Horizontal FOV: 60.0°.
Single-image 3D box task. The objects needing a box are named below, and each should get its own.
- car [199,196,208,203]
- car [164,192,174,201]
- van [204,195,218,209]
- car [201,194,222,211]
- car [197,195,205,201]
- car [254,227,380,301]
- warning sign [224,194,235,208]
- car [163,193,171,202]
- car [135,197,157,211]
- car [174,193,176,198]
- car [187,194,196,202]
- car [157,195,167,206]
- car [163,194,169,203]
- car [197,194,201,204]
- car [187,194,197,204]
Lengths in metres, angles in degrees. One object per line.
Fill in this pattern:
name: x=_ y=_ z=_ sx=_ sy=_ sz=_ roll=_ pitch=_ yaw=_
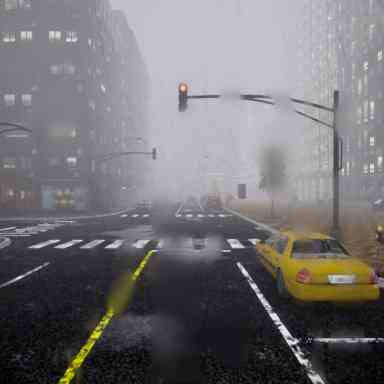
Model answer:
car: x=2.471 y=1.612 z=73.662 sx=1.887 sy=1.381 sz=4.507 roll=0 pitch=0 yaw=0
car: x=-5.926 y=1.517 z=79.164 sx=1.967 sy=1.590 sz=4.097 roll=0 pitch=0 yaw=0
van: x=2.551 y=1.364 z=46.029 sx=1.690 sy=1.788 sz=3.998 roll=0 pitch=0 yaw=0
car: x=2.568 y=1.332 z=40.503 sx=2.192 sy=1.841 sz=5.009 roll=0 pitch=0 yaw=0
car: x=2.422 y=1.625 z=90.412 sx=1.752 sy=1.417 sz=4.829 roll=0 pitch=0 yaw=0
car: x=2.664 y=1.526 z=8.260 sx=1.752 sy=1.417 sz=4.829 roll=0 pitch=0 yaw=0
warning sign: x=4.945 y=1.136 z=43.767 sx=1.300 sy=1.860 sz=1.060 roll=0 pitch=0 yaw=0
car: x=-5.894 y=1.497 z=68.111 sx=1.967 sy=1.590 sz=4.097 roll=0 pitch=0 yaw=0
car: x=-5.811 y=1.568 z=40.478 sx=2.008 sy=1.369 sz=4.403 roll=0 pitch=0 yaw=0
car: x=-5.957 y=1.625 z=90.048 sx=1.752 sy=1.417 sz=4.829 roll=0 pitch=0 yaw=0
car: x=-0.233 y=1.433 z=79.658 sx=2.097 sy=1.767 sz=4.553 roll=0 pitch=0 yaw=0
car: x=-5.860 y=1.589 z=57.057 sx=2.008 sy=1.369 sz=4.403 roll=0 pitch=0 yaw=0
car: x=-5.877 y=1.592 z=62.583 sx=1.887 sy=1.381 sz=4.507 roll=0 pitch=0 yaw=0
car: x=2.502 y=1.362 z=62.608 sx=2.192 sy=1.841 sz=5.009 roll=0 pitch=0 yaw=0
car: x=-0.093 y=1.561 z=67.198 sx=1.837 sy=1.490 sz=4.892 roll=0 pitch=0 yaw=0
